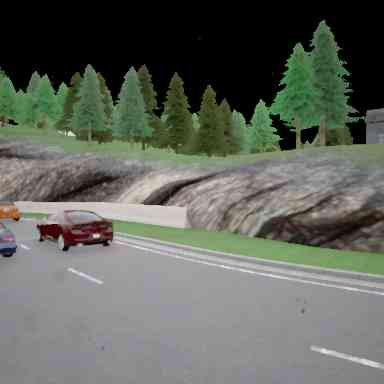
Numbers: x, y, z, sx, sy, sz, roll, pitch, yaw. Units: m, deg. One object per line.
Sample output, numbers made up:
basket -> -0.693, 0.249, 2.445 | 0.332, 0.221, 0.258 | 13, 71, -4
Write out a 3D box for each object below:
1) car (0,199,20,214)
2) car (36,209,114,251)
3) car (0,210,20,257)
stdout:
car -> -15.298, 1.366, 25.766 | 4.553, 1.767, 2.097 | 0, 0, 38
car -> -5.158, 1.485, 14.291 | 1.882, 1.535, 5.008 | 0, 0, -40
car -> -7.832, 1.563, 12.033 | 2.033, 1.411, 5.357 | 0, 0, -40
